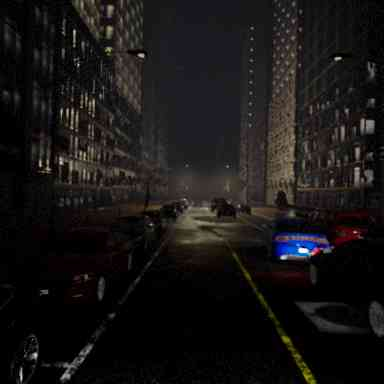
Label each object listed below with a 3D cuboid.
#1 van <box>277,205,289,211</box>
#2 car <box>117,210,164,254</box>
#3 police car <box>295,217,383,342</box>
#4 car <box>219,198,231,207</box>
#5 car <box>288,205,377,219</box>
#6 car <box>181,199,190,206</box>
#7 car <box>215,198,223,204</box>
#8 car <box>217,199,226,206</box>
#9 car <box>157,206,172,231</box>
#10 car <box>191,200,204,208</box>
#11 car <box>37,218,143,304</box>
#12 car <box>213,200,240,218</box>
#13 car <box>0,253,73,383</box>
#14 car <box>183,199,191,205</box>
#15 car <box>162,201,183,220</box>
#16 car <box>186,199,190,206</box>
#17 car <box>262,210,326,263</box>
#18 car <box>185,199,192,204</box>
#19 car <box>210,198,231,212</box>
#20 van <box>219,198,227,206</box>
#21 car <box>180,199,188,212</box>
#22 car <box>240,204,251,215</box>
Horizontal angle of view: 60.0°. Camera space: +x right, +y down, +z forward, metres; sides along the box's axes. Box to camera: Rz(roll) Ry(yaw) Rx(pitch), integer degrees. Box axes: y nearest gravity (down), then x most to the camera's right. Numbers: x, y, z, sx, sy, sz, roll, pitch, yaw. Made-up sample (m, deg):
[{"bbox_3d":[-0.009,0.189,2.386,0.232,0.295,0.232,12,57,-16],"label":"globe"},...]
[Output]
[{"bbox_3d":[5.977,1.699,19.422,1.690,1.788,3.998,1,-1,1],"label":"van"},{"bbox_3d":[-2.516,1.644,13.905,2.008,1.369,4.403,1,-1,1],"label":"car"},{"bbox_3d":[3.946,1.597,6.866,1.930,1.638,5.238,1,-1,1],"label":"police car"},{"bbox_3d":[6.987,2.256,70.562,2.192,1.841,5.009,1,-1,1],"label":"car"},{"bbox_3d":[5.865,1.608,13.740,2.192,1.841,5.009,1,-1,1],"label":"car"},{"bbox_3d":[-1.395,2.265,70.557,1.752,1.417,4.829,1,-1,1],"label":"car"},{"bbox_3d":[7.434,2.637,93.289,1.967,1.590,4.097,1,-1,1],"label":"car"},{"bbox_3d":[7.210,2.510,81.925,1.967,1.590,4.097,1,-1,1],"label":"car"},{"bbox_3d":[-2.403,1.741,19.587,1.802,1.307,4.206,1,-1,1],"label":"car"},{"bbox_3d":[1.135,2.234,62.096,1.812,1.442,4.674,1,-1,1],"label":"car"},{"bbox_3d":[-2.627,1.573,8.223,1.887,1.381,4.507,1,-1,1],"label":"car"},{"bbox_3d":[3.650,1.960,35.845,1.882,1.535,5.008,1,-1,1],"label":"car"},{"bbox_3d":[-2.740,1.529,2.541,1.947,1.339,4.313,1,-1,1],"label":"car"},{"bbox_3d":[-1.169,2.436,82.091,1.947,1.339,4.313,1,-1,1],"label":"car"},{"bbox_3d":[-2.179,1.839,30.952,2.008,1.369,4.403,1,-1,1],"label":"car"},{"bbox_3d":[-1.730,2.130,53.680,1.802,1.307,4.206,1,-1,1],"label":"car"},{"bbox_3d":[3.806,1.712,12.857,1.882,1.535,5.008,1,-1,8],"label":"car"},{"bbox_3d":[-0.944,2.548,93.456,2.008,1.369,4.403,1,-1,1],"label":"car"},{"bbox_3d":[3.860,1.840,47.821,2.150,2.045,5.566,1,-1,1],"label":"car"},{"bbox_3d":[7.099,2.346,76.244,1.690,1.788,3.998,1,-1,1],"label":"van"},{"bbox_3d":[-1.954,1.969,42.316,2.008,1.369,4.403,1,-1,1],"label":"car"},{"bbox_3d":[6.423,2.169,42.148,2.008,1.369,4.403,1,-1,1],"label":"car"}]
